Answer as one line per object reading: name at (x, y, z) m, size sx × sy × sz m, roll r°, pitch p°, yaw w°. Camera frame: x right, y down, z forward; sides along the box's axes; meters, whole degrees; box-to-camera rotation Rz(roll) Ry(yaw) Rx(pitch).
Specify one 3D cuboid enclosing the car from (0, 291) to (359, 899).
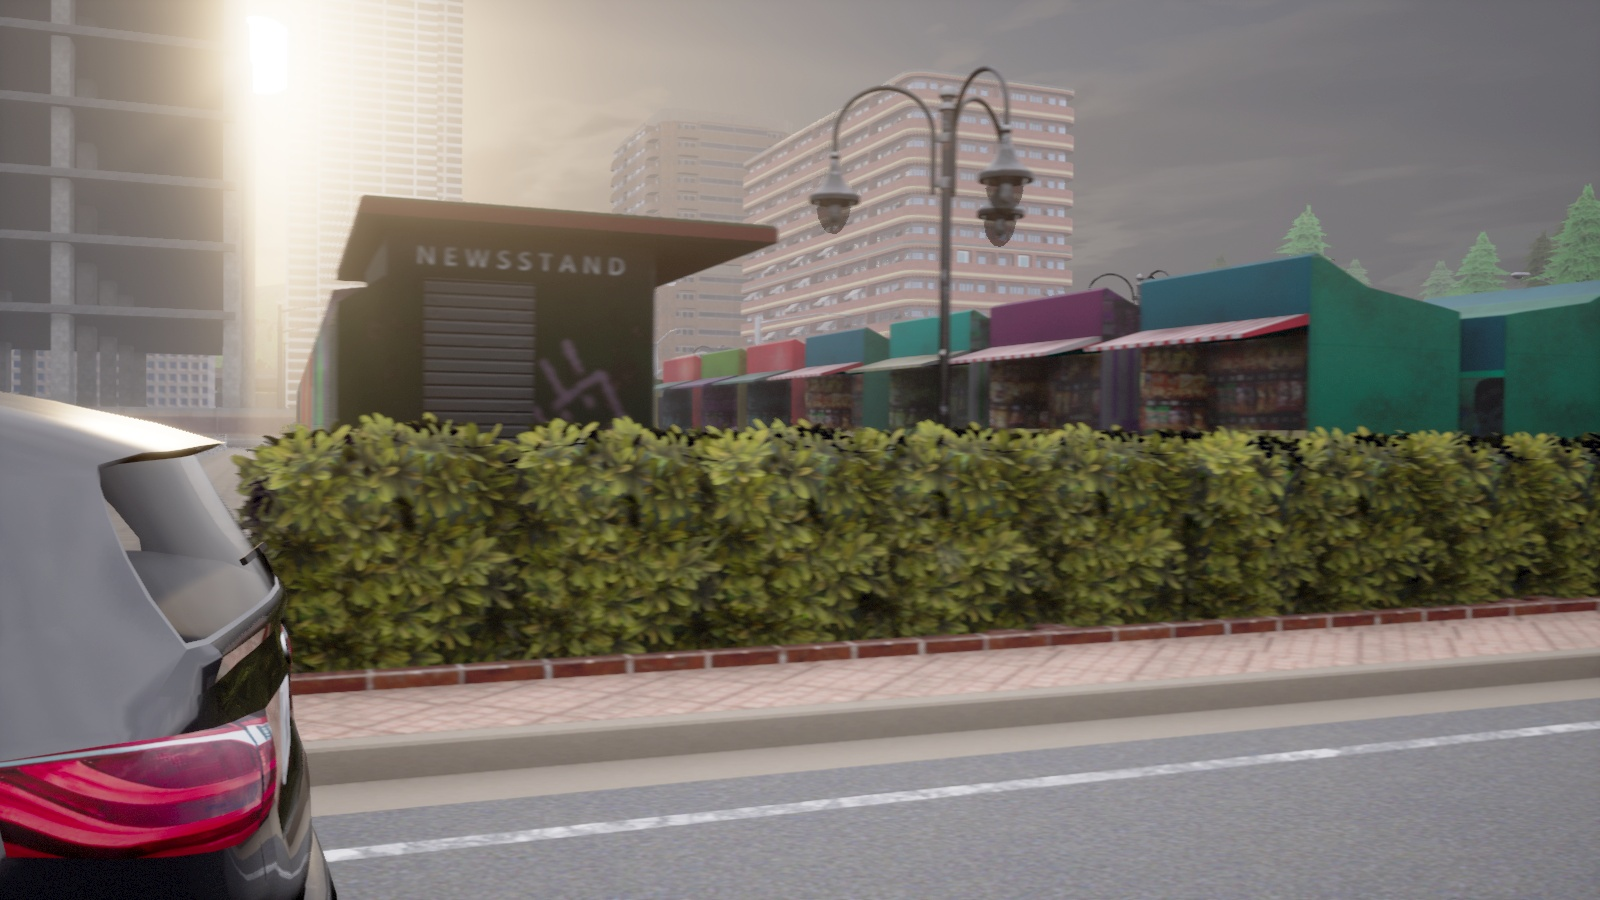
car at (-3.185, 0.644, 2.028) m, size 4.611 × 1.667 × 2.242 m, roll -1°, pitch 1°, yaw -21°
